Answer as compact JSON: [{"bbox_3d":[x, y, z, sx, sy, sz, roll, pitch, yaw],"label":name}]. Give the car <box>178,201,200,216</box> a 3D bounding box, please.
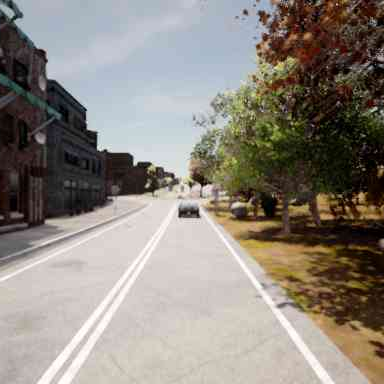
[{"bbox_3d":[-0.327,1.510,31.083,1.895,1.301,4.718,0,1,-1],"label":"car"}]
